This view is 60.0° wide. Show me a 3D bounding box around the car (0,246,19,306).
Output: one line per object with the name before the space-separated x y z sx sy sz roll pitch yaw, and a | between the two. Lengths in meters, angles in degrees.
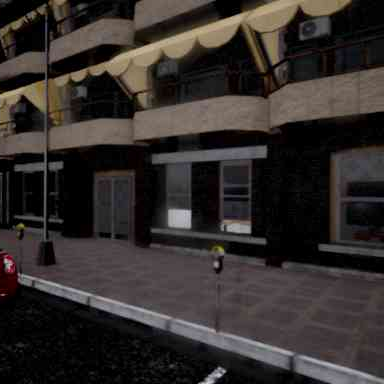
car | -5.299 1.387 6.658 4.097 1.590 1.967 0 0 36
